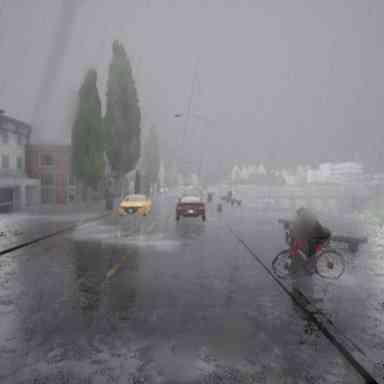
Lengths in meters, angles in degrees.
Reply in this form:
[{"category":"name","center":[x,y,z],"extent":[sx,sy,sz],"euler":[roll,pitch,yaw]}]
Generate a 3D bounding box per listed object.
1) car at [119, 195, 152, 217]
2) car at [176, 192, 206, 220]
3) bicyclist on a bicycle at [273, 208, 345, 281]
[{"category":"car","center":[-4.215,0.952,25.279],"extent":[1.882,1.535,5.008],"euler":[0,1,0]},{"category":"car","center":[-0.093,0.990,22.964],"extent":[1.882,1.535,5.008],"euler":[0,1,-1]},{"category":"bicyclist on a bicycle","center":[2.625,1.186,7.455],"extent":[1.656,1.620,0.582],"euler":[0,1,-1]}]
